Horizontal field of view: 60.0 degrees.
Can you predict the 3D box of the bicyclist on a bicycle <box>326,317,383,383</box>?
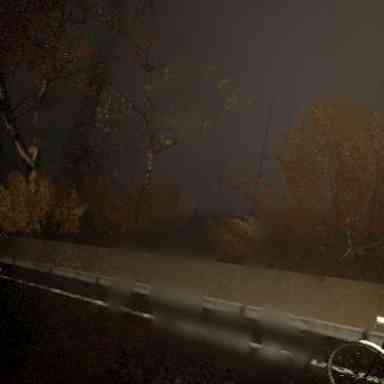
[{"bbox_3d":[2.189,1.368,3.077,1.843,1.776,0.659,0,0,35],"label":"bicyclist on a bicycle"}]
